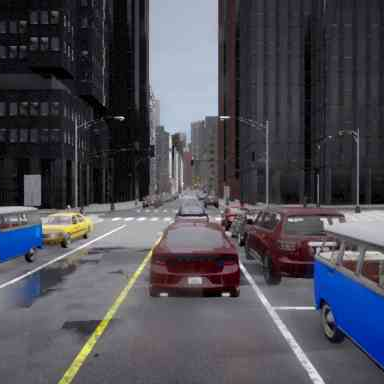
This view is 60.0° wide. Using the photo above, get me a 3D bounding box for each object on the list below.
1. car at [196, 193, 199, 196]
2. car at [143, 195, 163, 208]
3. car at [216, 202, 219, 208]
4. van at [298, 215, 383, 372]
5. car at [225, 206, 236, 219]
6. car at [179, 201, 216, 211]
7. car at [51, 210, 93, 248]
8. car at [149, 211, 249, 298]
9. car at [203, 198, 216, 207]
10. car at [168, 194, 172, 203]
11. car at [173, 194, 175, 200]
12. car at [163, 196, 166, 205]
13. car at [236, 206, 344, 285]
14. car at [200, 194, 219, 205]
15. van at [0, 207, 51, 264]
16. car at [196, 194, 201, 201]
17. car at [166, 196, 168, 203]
[{"bbox_3d":[2.705,1.671,92.642,1.947,1.339,4.313,0,0,0],"label":"car"},{"bbox_3d":[-5.794,1.334,47.496,2.192,1.841,5.009,0,0,0],"label":"car"},{"bbox_3d":[2.748,1.547,20.450,1.887,1.381,4.507,0,0,0],"label":"car"},{"bbox_3d":[2.761,1.341,3.874,1.690,1.788,3.998,0,0,0],"label":"van"},{"bbox_3d":[2.752,1.551,14.925,2.008,1.369,4.403,0,0,0],"label":"car"},{"bbox_3d":[-0.009,1.493,18.998,2.128,1.511,4.902,0,0,0],"label":"car"},{"bbox_3d":[-5.775,1.526,14.761,1.752,1.417,4.829,0,0,0],"label":"car"},{"bbox_3d":[0.062,1.477,8.589,1.882,1.535,5.008,0,0,0],"label":"car"},{"bbox_3d":[2.728,1.591,53.135,1.947,1.339,4.313,0,0,0],"label":"car"},{"bbox_3d":[-5.807,1.617,70.069,1.947,1.339,4.313,0,0,0],"label":"car"},{"bbox_3d":[-5.814,1.621,81.355,1.887,1.381,4.507,0,0,0],"label":"car"},{"bbox_3d":[-5.798,1.340,53.139,2.192,1.841,5.009,0,0,0],"label":"car"},{"bbox_3d":[2.756,1.315,9.400,2.192,1.841,5.009,0,0,0],"label":"car"},{"bbox_3d":[2.730,1.334,47.491,2.192,1.841,5.009,0,0,0],"label":"car"},{"bbox_3d":[-5.774,1.341,9.407,1.690,1.788,3.998,0,0,0],"label":"van"},{"bbox_3d":[2.708,1.636,86.997,1.887,1.381,4.507,0,0,0],"label":"car"},{"bbox_3d":[-5.800,1.597,58.782,1.947,1.339,4.313,0,0,0],"label":"car"}]
